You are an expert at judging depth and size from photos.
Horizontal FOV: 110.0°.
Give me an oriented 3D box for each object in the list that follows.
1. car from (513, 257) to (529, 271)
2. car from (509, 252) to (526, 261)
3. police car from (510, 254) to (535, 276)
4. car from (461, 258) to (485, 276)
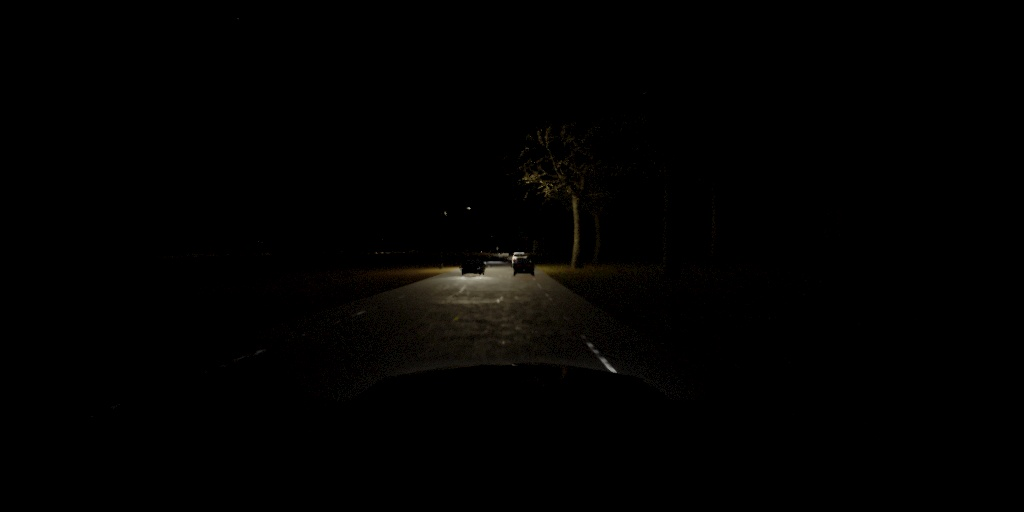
[{"bbox_3d":[1.037,0.915,43.206,1.812,1.442,4.674,0,1,0],"label":"car"},{"bbox_3d":[1.036,0.521,49.232,2.150,2.045,5.566,0,1,0],"label":"car"},{"bbox_3d":[1.040,0.953,33.315,1.930,1.638,5.238,0,1,0],"label":"police car"},{"bbox_3d":[-3.594,1.001,33.569,1.882,1.535,5.008,0,1,0],"label":"car"}]
